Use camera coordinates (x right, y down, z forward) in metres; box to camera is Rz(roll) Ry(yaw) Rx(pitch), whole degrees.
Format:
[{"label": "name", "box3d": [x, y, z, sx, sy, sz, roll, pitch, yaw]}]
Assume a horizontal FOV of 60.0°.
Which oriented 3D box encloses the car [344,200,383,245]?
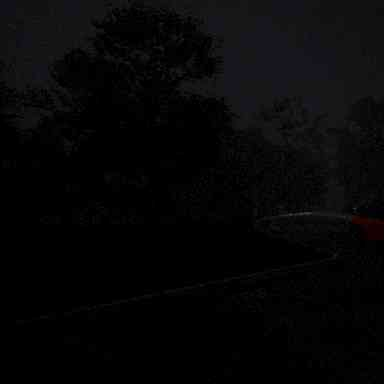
[{"label": "car", "box3d": [8.409, 1.353, 12.949, 2.097, 1.767, 4.553, 0, 0, -15]}]
